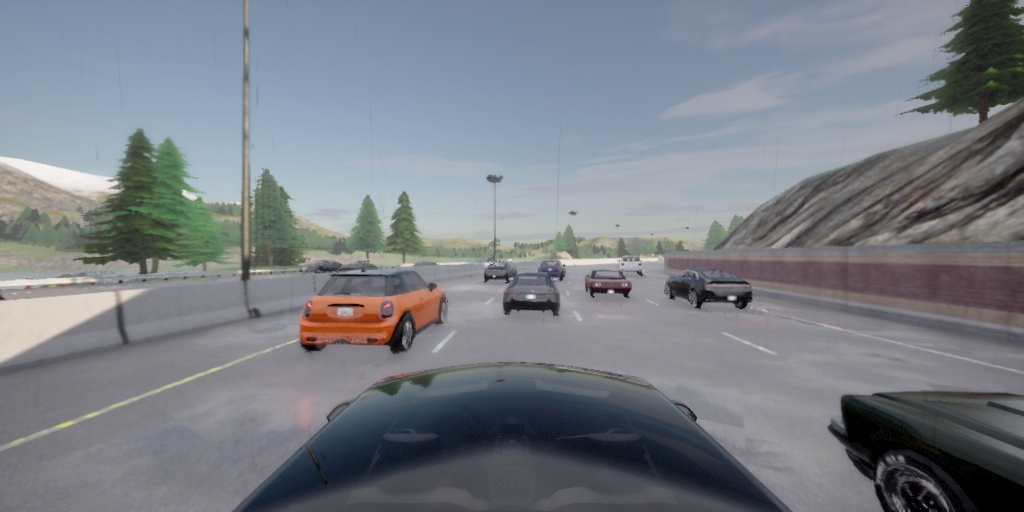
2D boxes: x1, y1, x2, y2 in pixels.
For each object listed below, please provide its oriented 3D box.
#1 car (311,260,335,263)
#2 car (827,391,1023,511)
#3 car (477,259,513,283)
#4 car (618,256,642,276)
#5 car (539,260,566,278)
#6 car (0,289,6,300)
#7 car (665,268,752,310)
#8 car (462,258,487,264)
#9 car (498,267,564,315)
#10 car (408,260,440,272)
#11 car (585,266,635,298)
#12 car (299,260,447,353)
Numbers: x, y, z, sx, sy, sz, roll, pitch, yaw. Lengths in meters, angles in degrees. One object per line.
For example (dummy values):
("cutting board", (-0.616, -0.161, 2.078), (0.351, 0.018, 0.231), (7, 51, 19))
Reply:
("car", (-20.157, 1.147, 38.089), (2.128, 1.511, 4.902), (0, 0, 13))
("car", (3.649, 1.363, 0.902), (1.895, 1.301, 4.718), (0, 0, 0))
("car", (-0.790, 1.216, 27.375), (2.128, 1.511, 4.902), (0, 0, 11))
("car", (12.468, 0.977, 37.775), (2.150, 2.045, 5.566), (0, 0, 16))
("car", (3.473, 1.087, 30.733), (2.097, 1.767, 4.553), (0, 0, 12))
("car", (-13.881, 1.208, 7.070), (1.837, 1.490, 4.892), (0, 0, 3))
("car", (7.935, 1.254, 14.944), (2.128, 1.511, 4.902), (0, 0, 6))
("car", (-5.667, 1.214, 50.459), (1.812, 1.442, 4.674), (0, 0, 19))
("car", (0.802, 1.306, 13.728), (1.994, 1.385, 4.181), (0, 0, 5))
("car", (-11.030, 1.242, 45.160), (1.994, 1.385, 4.181), (0, 0, 17))
("car", (4.843, 1.350, 18.692), (1.895, 1.301, 4.718), (0, 0, 7))
("car", (-3.072, 1.086, 8.983), (2.097, 1.767, 4.553), (0, 0, 3))
